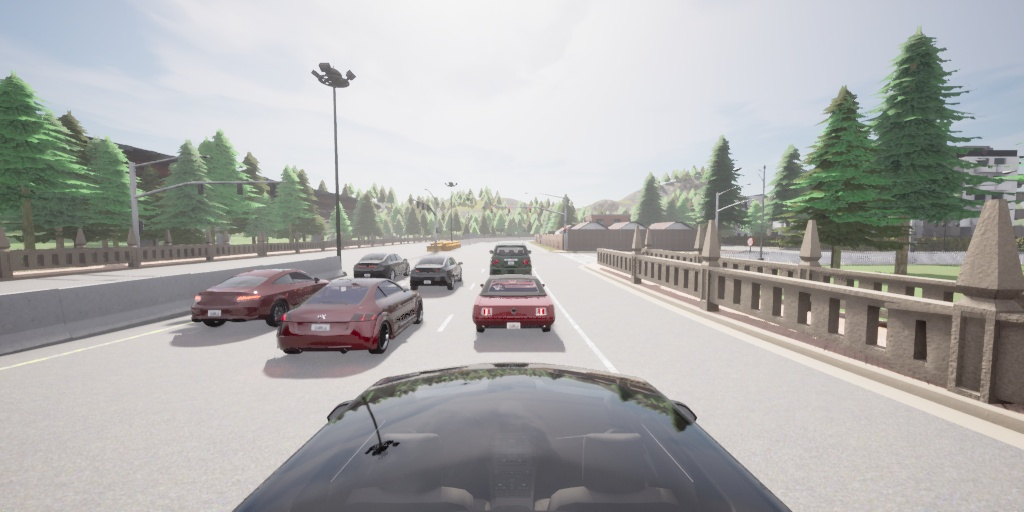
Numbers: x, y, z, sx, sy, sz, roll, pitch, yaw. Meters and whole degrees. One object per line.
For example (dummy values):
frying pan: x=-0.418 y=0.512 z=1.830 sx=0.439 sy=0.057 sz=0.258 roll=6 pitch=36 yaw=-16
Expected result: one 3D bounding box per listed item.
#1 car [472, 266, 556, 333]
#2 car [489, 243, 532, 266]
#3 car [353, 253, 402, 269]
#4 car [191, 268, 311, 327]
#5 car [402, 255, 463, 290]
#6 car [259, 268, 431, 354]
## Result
car: x=0.021 y=1.175 z=10.178 sx=1.895 sy=1.301 sz=4.718 roll=0 pitch=2 yaw=-1
car: x=-0.078 y=0.274 z=19.889 sx=2.150 sy=2.045 sz=5.566 roll=0 pitch=3 yaw=-1
car: x=-7.080 y=0.552 z=19.874 sx=1.837 sy=1.490 sz=4.892 roll=0 pitch=3 yaw=-1
car: x=-6.985 y=1.080 z=10.681 sx=1.812 sy=1.442 sz=4.674 roll=0 pitch=2 yaw=-1
car: x=-3.554 y=0.703 z=17.352 sx=1.837 sy=1.490 sz=4.892 roll=0 pitch=3 yaw=-1
car: x=-3.466 y=1.197 z=8.477 sx=1.994 sy=1.385 sz=4.181 roll=0 pitch=2 yaw=0
